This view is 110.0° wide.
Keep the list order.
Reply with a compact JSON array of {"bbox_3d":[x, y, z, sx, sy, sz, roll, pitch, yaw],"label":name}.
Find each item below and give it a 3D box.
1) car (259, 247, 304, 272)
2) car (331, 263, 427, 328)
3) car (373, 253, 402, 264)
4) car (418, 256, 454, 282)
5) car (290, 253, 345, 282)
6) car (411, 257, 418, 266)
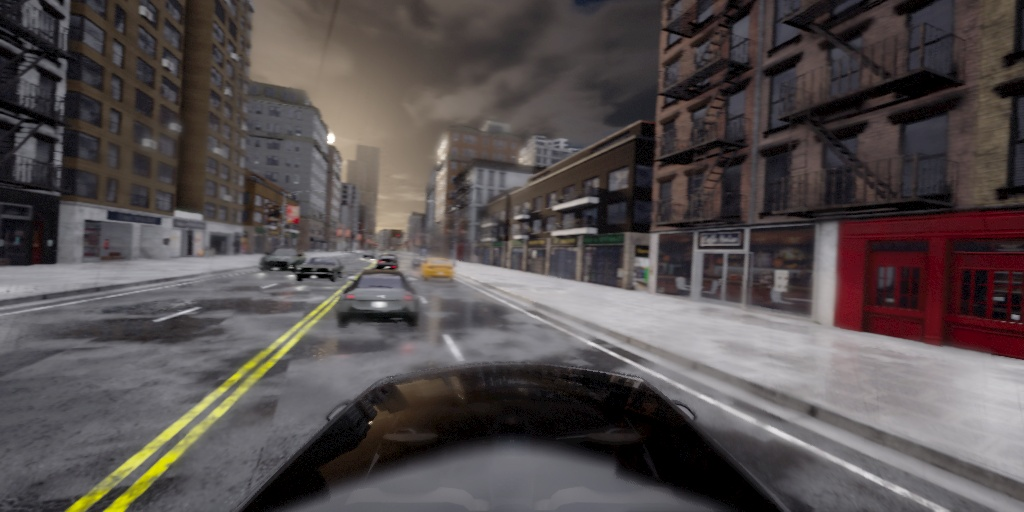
[{"bbox_3d":[-15.693,0.195,24.913,2.097,1.767,4.553,3,0,-19],"label":"car"},{"bbox_3d":[-3.785,1.082,10.431,1.994,1.385,4.181,3,0,-19],"label":"car"},{"bbox_3d":[-10.421,0.600,30.215,1.837,1.490,4.892,3,0,-19],"label":"car"},{"bbox_3d":[-5.231,0.863,24.856,1.882,1.535,5.008,3,0,-18],"label":"car"},{"bbox_3d":[-10.740,0.719,20.319,1.895,1.301,4.718,3,0,-19],"label":"car"},{"bbox_3d":[-9.682,0.703,38.059,1.895,1.301,4.718,3,0,-18],"label":"car"}]
